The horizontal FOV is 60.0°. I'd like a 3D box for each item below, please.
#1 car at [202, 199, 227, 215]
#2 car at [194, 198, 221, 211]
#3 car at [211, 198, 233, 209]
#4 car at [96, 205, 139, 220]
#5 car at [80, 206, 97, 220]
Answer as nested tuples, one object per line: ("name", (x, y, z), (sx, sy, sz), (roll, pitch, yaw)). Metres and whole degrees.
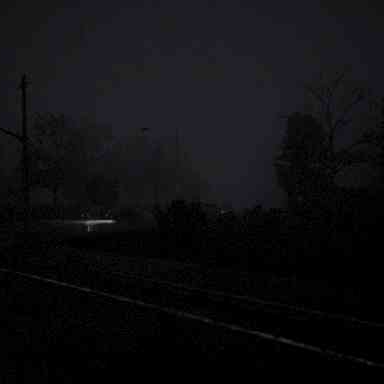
("car", (1.567, 1.898, 36.686), (1.882, 1.535, 5.008), (-3, -2, 32))
("car", (2.792, 2.163, 58.343), (2.150, 2.045, 5.566), (-3, -2, 33))
("car", (5.056, 2.145, 55.400), (2.097, 1.767, 4.553), (-3, -2, 33))
("car", (-7.608, 2.233, 35.472), (1.994, 1.385, 4.181), (-3, -2, 33))
("car", (-10.393, 2.306, 37.612), (1.837, 1.490, 4.892), (-3, -1, 33))
